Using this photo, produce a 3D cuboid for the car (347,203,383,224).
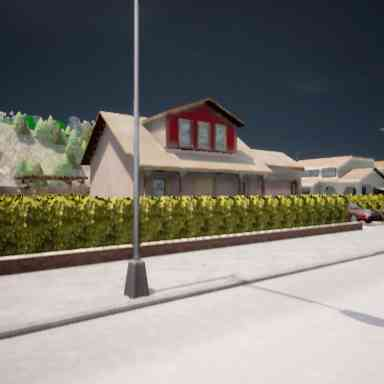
[{"bbox_3d":[9.817,1.312,22.399,2.033,1.415,5.357,0,0,-33],"label":"car"}]
